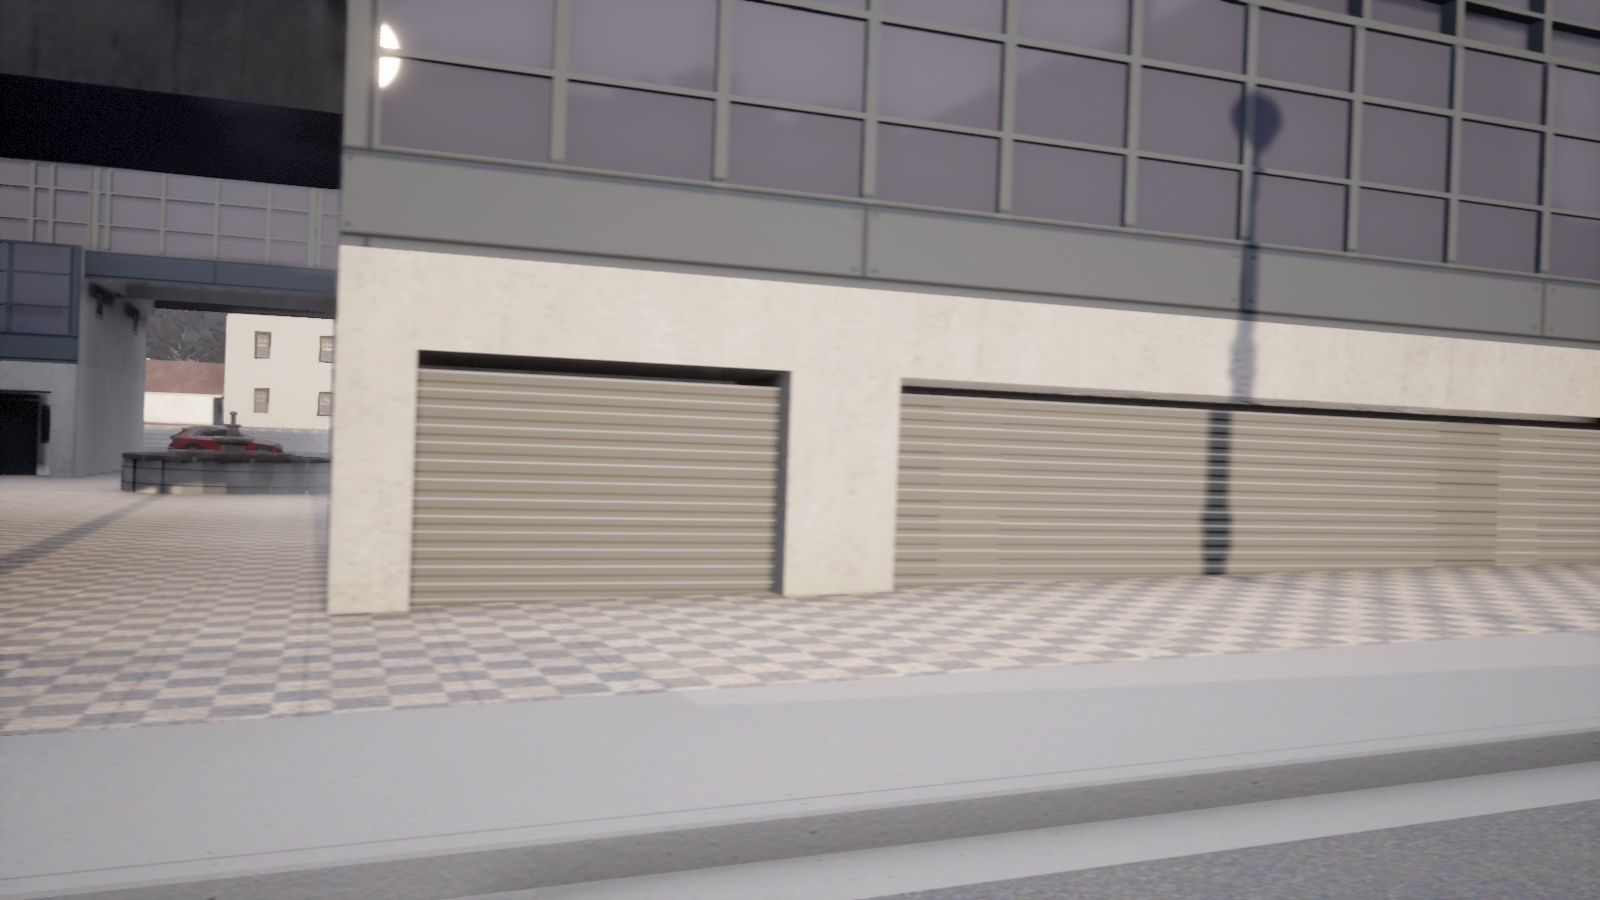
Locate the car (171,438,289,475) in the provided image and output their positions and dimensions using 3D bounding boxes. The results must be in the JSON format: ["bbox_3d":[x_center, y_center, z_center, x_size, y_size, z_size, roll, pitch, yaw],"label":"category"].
[{"bbox_3d":[-26.280,0.316,57.969,4.856,1.649,2.033,1,0,-25],"label":"car"}]
